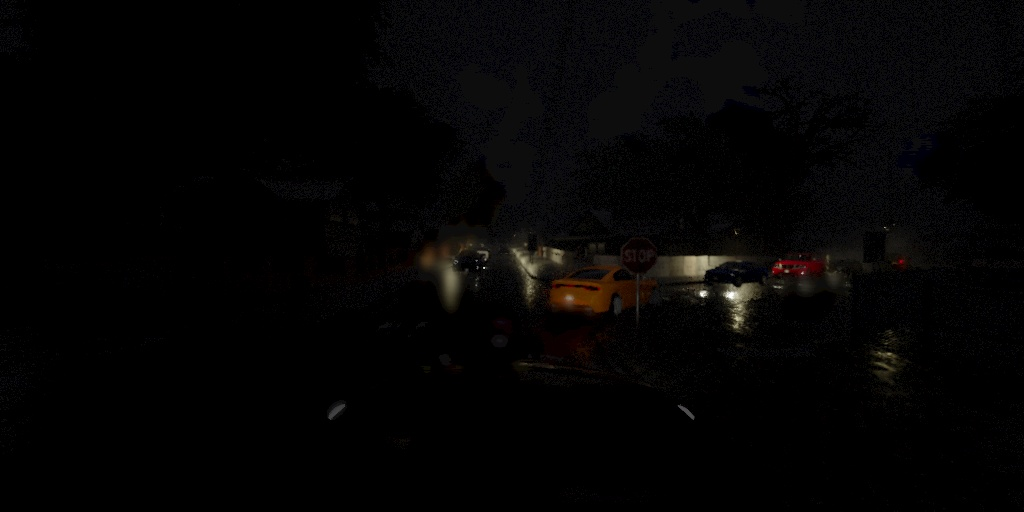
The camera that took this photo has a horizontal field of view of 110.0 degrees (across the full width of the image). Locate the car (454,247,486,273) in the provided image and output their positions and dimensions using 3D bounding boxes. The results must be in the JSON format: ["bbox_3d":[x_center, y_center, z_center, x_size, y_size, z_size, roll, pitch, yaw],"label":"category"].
[{"bbox_3d":[-3.519,0.384,29.632,2.097,1.767,4.553,0,2,-1],"label":"car"}]

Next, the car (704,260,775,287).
[{"bbox_3d":[14.034,1.036,22.377,5.008,1.535,1.882,0,1,-33],"label":"car"}]

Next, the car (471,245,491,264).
[{"bbox_3d":[-3.775,-0.191,39.920,2.150,2.045,5.566,0,2,-2],"label":"car"}]

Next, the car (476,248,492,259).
[{"bbox_3d":[-4.045,-0.373,51.895,1.994,1.385,4.181,0,3,-1],"label":"car"}]

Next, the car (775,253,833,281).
[{"bbox_3d":[22.513,0.779,27.968,5.566,2.045,2.150,0,1,-35],"label":"car"}]

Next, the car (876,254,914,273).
[{"bbox_3d":[38.707,0.803,36.329,5.566,2.045,2.150,0,1,-39],"label":"car"}]

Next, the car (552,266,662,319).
[{"bbox_3d":[3.358,1.070,12.253,1.882,1.535,5.008,0,0,42],"label":"car"}]

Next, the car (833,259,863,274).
[{"bbox_3d":[33.625,1.041,36.039,4.902,1.511,2.128,0,1,-37],"label":"car"}]

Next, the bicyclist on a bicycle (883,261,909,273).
[{"bbox_3d":[21.557,1.084,20.186,0.582,1.620,1.656,0,1,-33],"label":"bicyclist on a bicycle"}]
